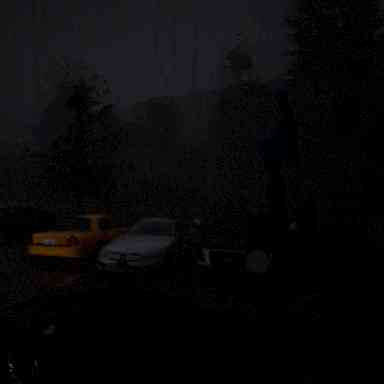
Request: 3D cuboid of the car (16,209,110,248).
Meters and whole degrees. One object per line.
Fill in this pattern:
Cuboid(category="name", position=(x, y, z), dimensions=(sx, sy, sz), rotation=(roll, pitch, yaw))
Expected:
Cuboid(category="car", position=(-3.459, 1.456, 12.166), dimensions=(1.946, 1.575, 5.366), rotation=(0, -1, 16))

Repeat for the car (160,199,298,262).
Cuboid(category="car", position=(1.387, 1.234, 8.468), dimensions=(2.435, 2.045, 5.566), rotation=(1, 0, 16))

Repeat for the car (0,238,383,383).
Cuboid(category="car", position=(-0.013, 1.546, 3.389), dimensions=(5.357, 1.411, 2.033), rotation=(0, 0, 36))

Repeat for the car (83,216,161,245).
Cuboid(category="car", position=(-1.055, 1.511, 10.244), dimensions=(2.002, 1.452, 4.674), rotation=(1, 0, 15))

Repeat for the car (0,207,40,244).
Cuboid(category="car", position=(-8.396, 1.449, 15.446), dimensions=(2.163, 1.488, 4.792), rotation=(1, 0, 15))
